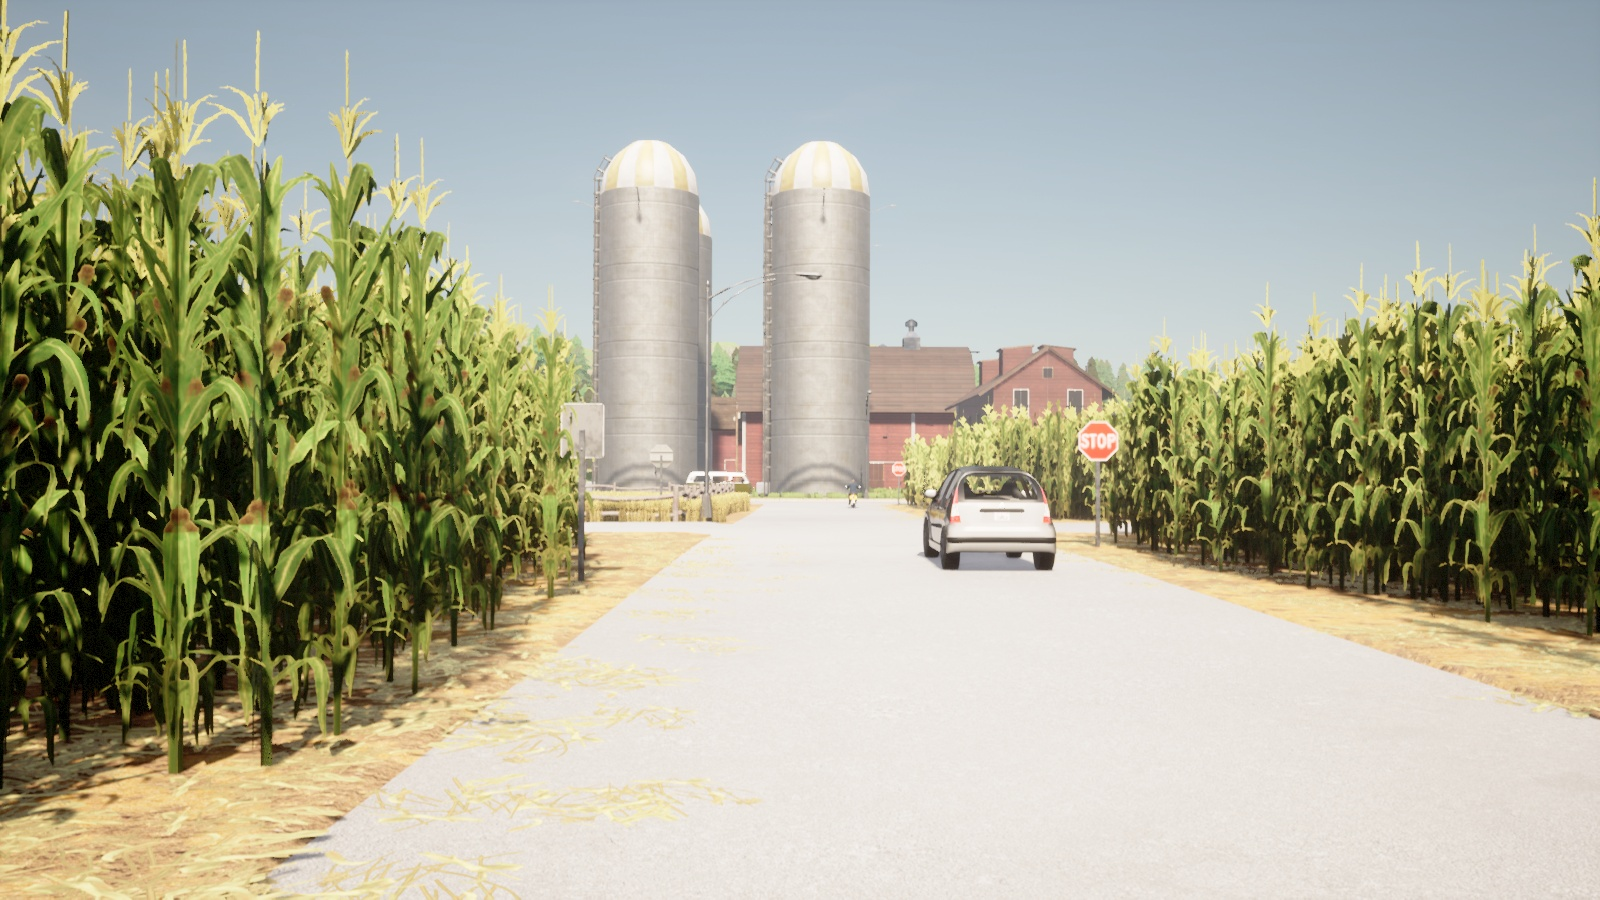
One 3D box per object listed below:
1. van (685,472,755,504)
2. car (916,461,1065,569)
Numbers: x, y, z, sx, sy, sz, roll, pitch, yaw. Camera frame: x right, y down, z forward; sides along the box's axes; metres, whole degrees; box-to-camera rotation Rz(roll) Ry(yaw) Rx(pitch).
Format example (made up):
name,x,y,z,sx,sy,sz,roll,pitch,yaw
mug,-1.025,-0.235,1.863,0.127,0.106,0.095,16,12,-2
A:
name,x,y,z,sx,sy,sz,roll,pitch,yaw
van,-5.239,2.483,82.596,4.480,2.038,2.069,0,-1,0
car,3.054,1.000,20.865,1.851,1.617,3.988,0,-1,0
